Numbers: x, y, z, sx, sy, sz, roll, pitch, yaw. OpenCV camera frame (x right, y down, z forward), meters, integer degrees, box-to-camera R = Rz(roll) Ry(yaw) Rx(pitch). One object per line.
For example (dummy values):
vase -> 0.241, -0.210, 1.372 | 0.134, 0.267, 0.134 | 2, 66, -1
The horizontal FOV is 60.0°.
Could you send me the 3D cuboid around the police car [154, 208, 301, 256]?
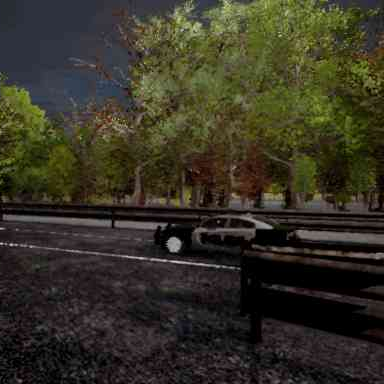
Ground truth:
police car -> 1.129, 1.429, 11.886 | 5.238, 1.638, 1.930 | 0, 0, 24
